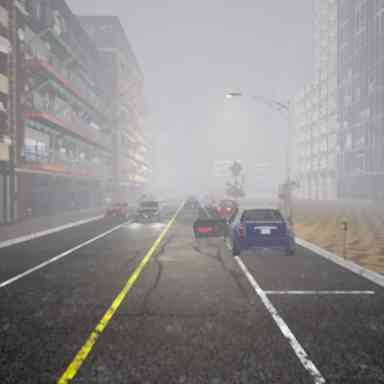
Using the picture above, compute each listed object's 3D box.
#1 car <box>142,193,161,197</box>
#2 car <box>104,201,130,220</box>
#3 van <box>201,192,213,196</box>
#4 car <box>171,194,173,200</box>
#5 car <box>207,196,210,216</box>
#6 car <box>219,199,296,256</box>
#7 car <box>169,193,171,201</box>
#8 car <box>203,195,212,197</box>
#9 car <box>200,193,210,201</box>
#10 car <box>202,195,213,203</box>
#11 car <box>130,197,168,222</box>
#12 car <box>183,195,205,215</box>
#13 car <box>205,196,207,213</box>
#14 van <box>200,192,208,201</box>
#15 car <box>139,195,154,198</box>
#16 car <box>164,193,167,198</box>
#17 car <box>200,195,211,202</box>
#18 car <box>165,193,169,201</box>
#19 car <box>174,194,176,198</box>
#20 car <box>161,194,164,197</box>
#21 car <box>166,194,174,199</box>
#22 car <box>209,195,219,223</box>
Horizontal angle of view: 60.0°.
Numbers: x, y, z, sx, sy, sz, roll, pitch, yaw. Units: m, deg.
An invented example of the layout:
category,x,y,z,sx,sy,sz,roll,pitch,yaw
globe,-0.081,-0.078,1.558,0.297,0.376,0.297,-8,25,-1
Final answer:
category,x,y,z,sx,sy,sz,roll,pitch,yaw
car,-5.692,1.108,43.099,2.192,1.841,5.009,0,0,0
car,-5.693,1.412,26.521,1.887,1.381,4.507,0,0,0
van,2.690,1.087,54.151,1.690,1.788,3.998,0,0,0
car,-5.687,1.226,70.733,1.887,1.381,4.507,0,0,0
car,2.688,1.367,32.216,1.752,1.417,4.829,0,0,0
car,2.387,1.284,12.905,2.097,1.767,4.553,0,0,0
car,-5.688,1.268,65.206,1.947,1.339,4.313,0,0,0
car,2.689,1.374,43.099,1.802,1.307,4.206,0,0,0
car,2.692,1.122,70.731,1.967,1.590,4.097,0,0,0
car,2.692,1.248,59.848,1.752,1.417,4.829,0,0,0
car,-3.094,1.380,24.801,1.837,1.490,4.892,0,0,0
car,0.049,1.386,36.462,1.994,1.385,4.181,0,0,0
car,2.689,1.399,37.573,1.802,1.307,4.206,0,0,0
van,2.692,1.003,76.259,1.690,1.788,3.998,0,0,0
car,-5.692,1.343,37.404,1.752,1.417,4.829,0,0,0
car,-5.689,1.296,54.154,2.008,1.369,4.403,0,0,0
car,2.692,1.268,65.206,1.947,1.339,4.313,0,0,0
car,-5.689,1.163,59.679,1.967,1.590,4.097,0,0,0
car,-5.686,1.225,81.786,1.802,1.307,4.206,0,0,0
car,-5.689,1.319,48.627,2.008,1.369,4.403,0,0,0
car,-5.685,1.206,87.312,1.802,1.307,4.206,0,0,0
car,2.687,1.307,26.518,1.967,1.590,4.097,0,0,0
